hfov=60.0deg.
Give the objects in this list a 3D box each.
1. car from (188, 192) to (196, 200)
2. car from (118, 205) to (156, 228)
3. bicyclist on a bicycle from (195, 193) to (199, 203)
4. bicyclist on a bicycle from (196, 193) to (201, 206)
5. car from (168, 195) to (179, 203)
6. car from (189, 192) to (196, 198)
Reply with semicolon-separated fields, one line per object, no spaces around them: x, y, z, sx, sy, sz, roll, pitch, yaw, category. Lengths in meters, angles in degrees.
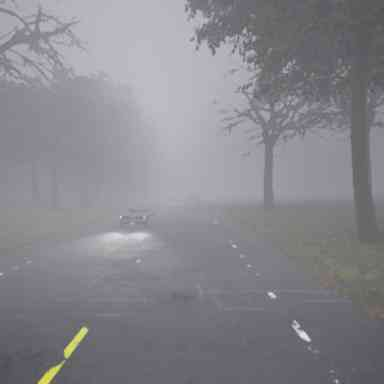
0.009;1.144;75.301;2.033;1.411;5.357;0;1;0;car
-3.598;1.592;22.293;1.895;1.301;4.718;0;0;0;car
0.969;1.115;60.570;0.659;1.776;1.843;0;1;0;bicyclist on a bicycle
0.963;1.261;50.792;0.866;1.612;1.509;0;0;0;bicyclist on a bicycle
-3.516;1.279;63.513;1.994;1.385;4.181;0;1;1;car
0.010;0.845;88.889;1.812;1.442;4.674;0;1;0;car
